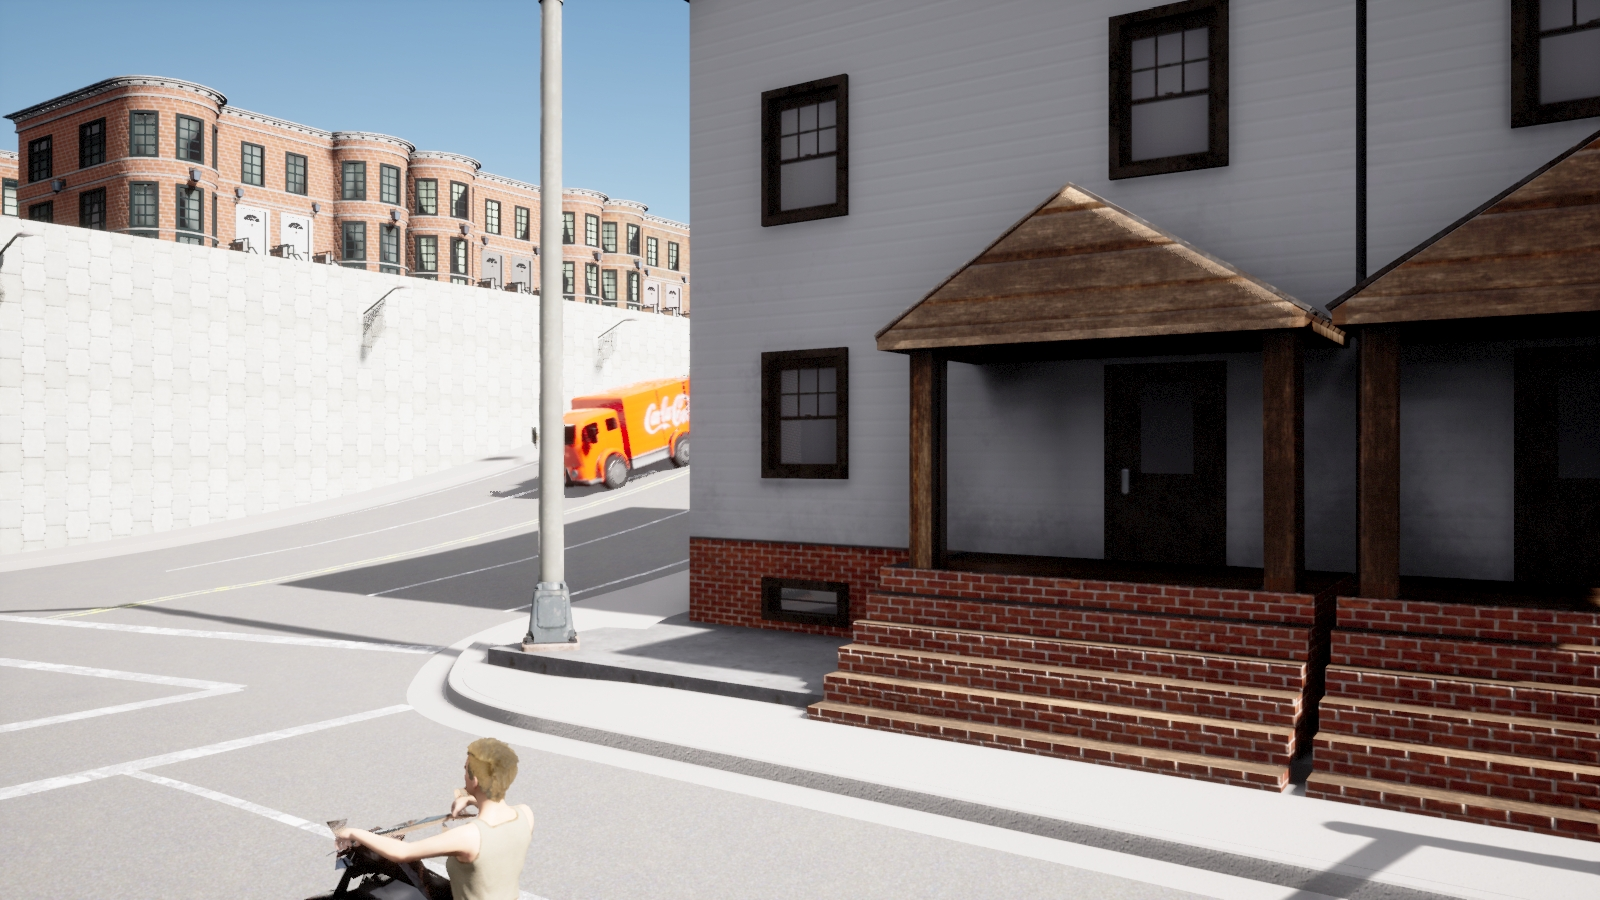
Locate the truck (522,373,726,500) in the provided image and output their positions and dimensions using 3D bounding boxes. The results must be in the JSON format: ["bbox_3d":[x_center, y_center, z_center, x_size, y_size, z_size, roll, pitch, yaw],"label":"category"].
[{"bbox_3d":[-4.927,-0.488,32.853,2.627,2.467,5.204,0,13,36],"label":"truck"}]
